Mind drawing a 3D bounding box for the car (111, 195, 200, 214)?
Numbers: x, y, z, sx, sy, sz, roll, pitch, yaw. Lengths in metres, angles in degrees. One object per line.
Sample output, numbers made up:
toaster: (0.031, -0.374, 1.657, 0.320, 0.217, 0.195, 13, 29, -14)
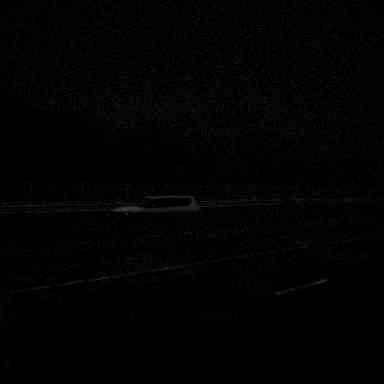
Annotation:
car: (-2.091, 1.226, 19.702, 5.566, 2.045, 2.150, 0, 0, -36)
